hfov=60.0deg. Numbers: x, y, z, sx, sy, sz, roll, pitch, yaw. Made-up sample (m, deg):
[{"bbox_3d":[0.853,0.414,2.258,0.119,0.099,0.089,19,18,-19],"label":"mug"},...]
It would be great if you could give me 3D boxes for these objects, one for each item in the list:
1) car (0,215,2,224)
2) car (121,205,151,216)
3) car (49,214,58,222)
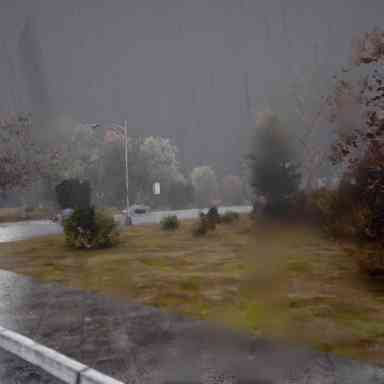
[{"bbox_3d":[-18.934,2.442,28.379,1.837,1.490,4.892,-3,-2,35],"label":"car"},{"bbox_3d":[-7.658,2.498,45.867,2.128,1.511,4.902,-3,-2,32],"label":"car"},{"bbox_3d":[-13.491,2.520,36.689,1.994,1.385,4.181,-3,-2,32],"label":"car"}]
